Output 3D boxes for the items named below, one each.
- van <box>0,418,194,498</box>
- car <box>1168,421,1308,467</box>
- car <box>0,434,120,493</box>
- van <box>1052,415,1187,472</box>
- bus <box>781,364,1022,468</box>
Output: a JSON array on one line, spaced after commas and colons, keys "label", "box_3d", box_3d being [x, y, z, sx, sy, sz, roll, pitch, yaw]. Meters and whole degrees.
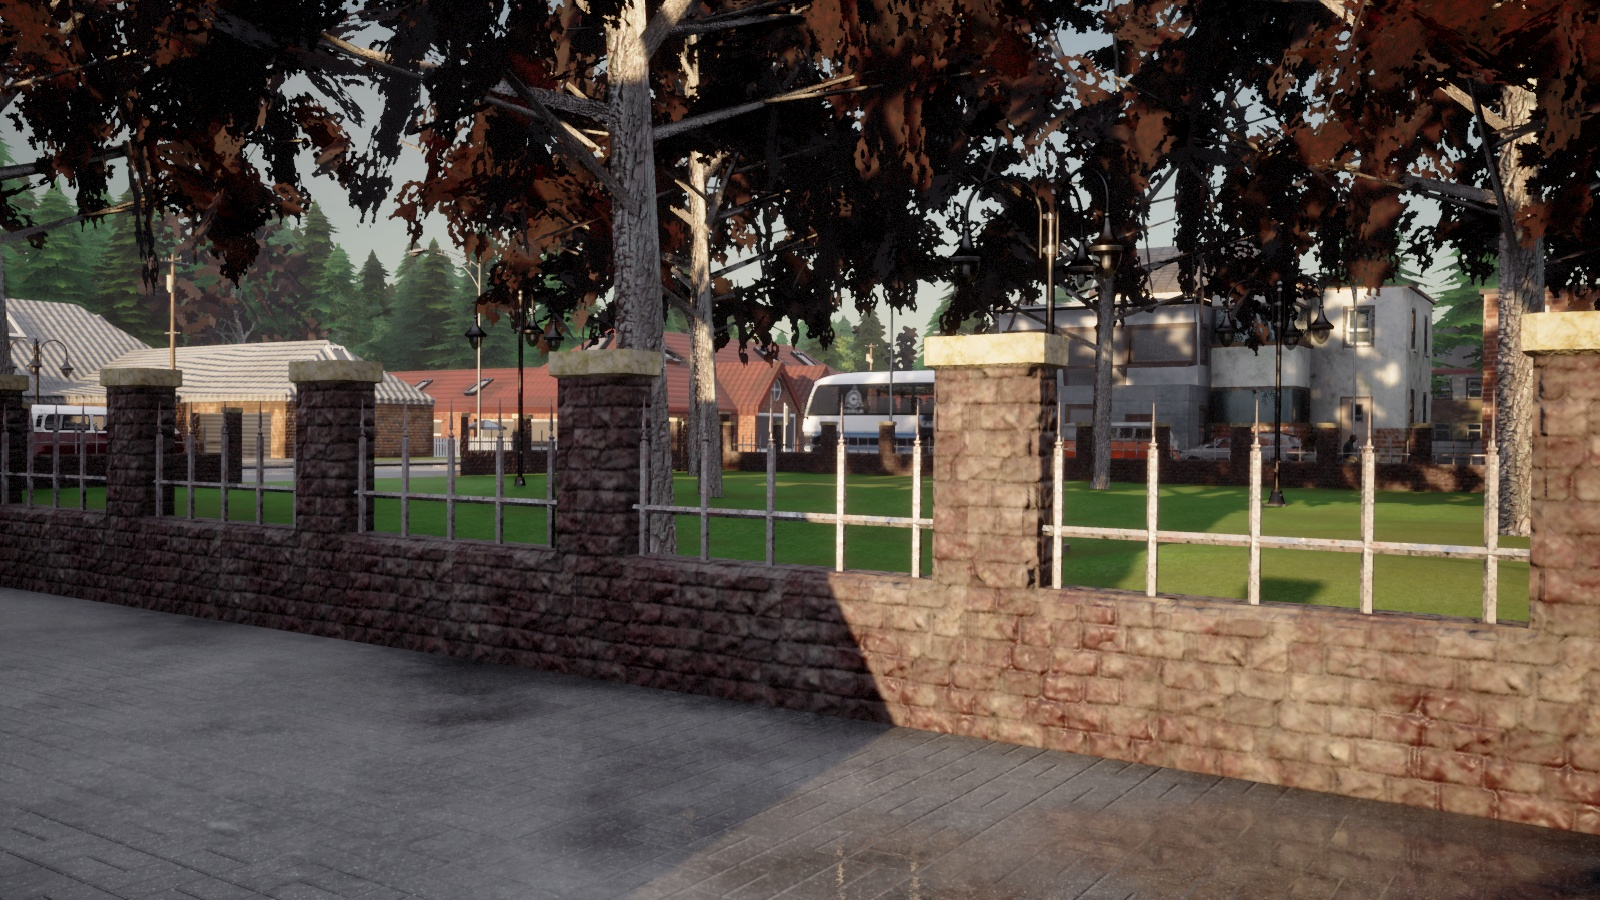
[{"label": "van", "box_3d": [-19.401, 0.159, 34.519, 2.069, 2.038, 4.480, 0, 1, 33]}, {"label": "car", "box_3d": [16.578, -0.224, 47.580, 4.611, 1.667, 2.242, 0, 1, 34]}, {"label": "car", "box_3d": [-22.838, 0.368, 36.636, 2.033, 1.649, 4.856, 0, 1, 34]}, {"label": "van", "box_3d": [11.687, -0.249, 45.979, 4.442, 1.987, 1.775, 0, 1, 32]}, {"label": "bus", "box_3d": [4.367, -1.451, 56.125, 10.273, 4.253, 3.944, 0, 1, 39]}]
